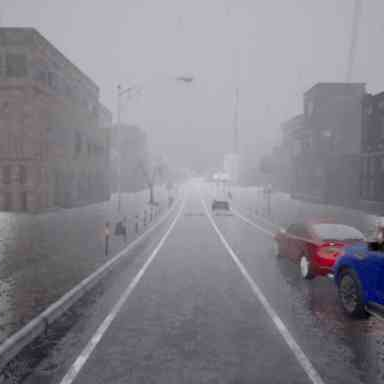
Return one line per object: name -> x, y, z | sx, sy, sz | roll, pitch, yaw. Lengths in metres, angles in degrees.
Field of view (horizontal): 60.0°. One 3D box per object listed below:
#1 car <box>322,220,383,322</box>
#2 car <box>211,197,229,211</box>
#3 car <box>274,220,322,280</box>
car -> 3.923, 1.286, 4.390 | 2.150, 2.045, 5.566 | 1, 0, 0
car -> 3.271, 1.315, 39.520 | 1.882, 1.535, 5.008 | 1, 2, 1
car -> 3.952, 1.605, 10.385 | 1.882, 1.535, 5.008 | 1, -1, 0
